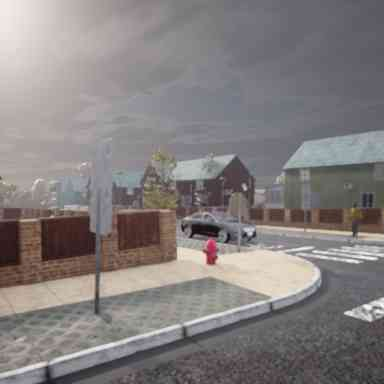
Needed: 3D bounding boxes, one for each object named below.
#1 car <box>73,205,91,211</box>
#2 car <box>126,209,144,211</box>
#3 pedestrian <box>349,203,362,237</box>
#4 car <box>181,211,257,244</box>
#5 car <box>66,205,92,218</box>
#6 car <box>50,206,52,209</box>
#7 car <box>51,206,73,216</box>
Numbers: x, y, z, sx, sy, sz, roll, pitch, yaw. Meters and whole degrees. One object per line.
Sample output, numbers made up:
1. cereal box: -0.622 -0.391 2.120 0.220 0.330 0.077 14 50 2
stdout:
1. car: -9.871 2.186 33.229 2.097 1.767 4.553 1 -2 -36
2. car: -4.244 2.058 25.437 2.128 1.511 4.902 1 -2 -36
3. pedestrian: 8.634 1.440 17.657 0.375 1.860 0.375 -1 0 -36
4. car: 1.309 1.797 17.808 2.128 1.511 4.902 1 -2 -37
5. car: -15.872 2.642 46.529 2.097 1.767 4.553 1 -2 -36
6. car: -23.425 3.156 56.947 1.837 1.490 4.892 1 -2 -36
7. car: -15.554 2.707 41.118 1.895 1.301 4.718 1 -2 -35
